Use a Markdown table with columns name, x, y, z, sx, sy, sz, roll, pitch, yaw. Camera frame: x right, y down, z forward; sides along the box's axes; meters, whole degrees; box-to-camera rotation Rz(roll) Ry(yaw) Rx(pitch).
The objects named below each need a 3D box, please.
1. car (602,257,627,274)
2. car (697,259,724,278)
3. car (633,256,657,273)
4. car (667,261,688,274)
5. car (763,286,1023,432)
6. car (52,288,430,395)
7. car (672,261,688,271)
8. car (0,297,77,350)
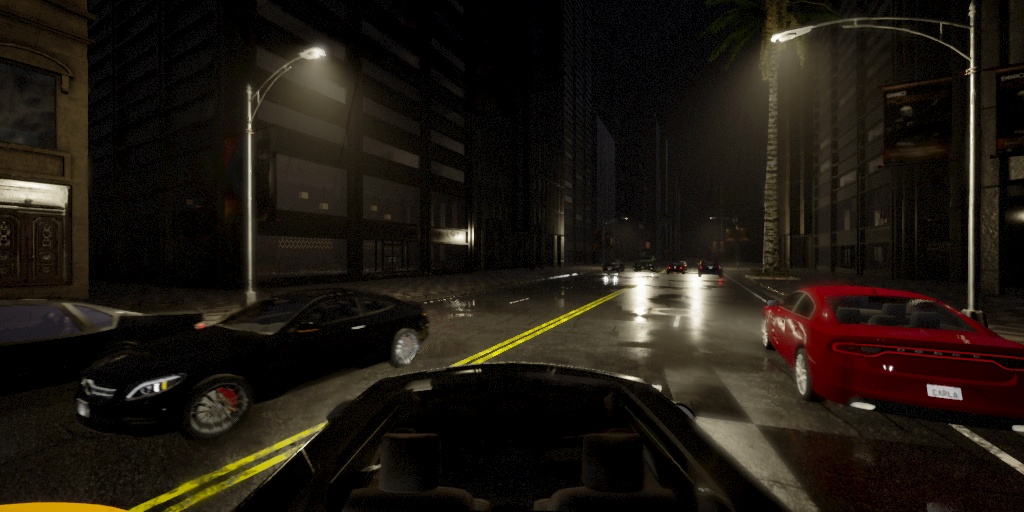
| name | x | y | z | sx | sy | sz | roll | pitch | yaw |
| --- | --- | --- | --- | --- | --- | --- | --- | --- | --- |
| car | 12.162 | 1.258 | 42.771 | 2.128 | 1.511 | 4.902 | 0 | 0 | 27 |
| car | 19.287 | 1.116 | 34.911 | 2.097 | 1.767 | 4.553 | 0 | 0 | 27 |
| car | 16.254 | 0.990 | 43.621 | 2.150 | 2.045 | 5.566 | 0 | 0 | 27 |
| car | 18.647 | 1.315 | 40.733 | 2.033 | 1.411 | 5.357 | 0 | 0 | 27 |
| car | 5.513 | 1.228 | 5.834 | 1.882 | 1.535 | 5.008 | 0 | 0 | 27 |
| car | -3.264 | 1.275 | 5.687 | 1.812 | 1.442 | 4.674 | 0 | 0 | 27 |
| car | 23.534 | 1.379 | 50.232 | 1.895 | 1.301 | 4.718 | 0 | 0 | 27 |
| car | -7.419 | 1.297 | 4.718 | 2.033 | 1.411 | 5.357 | 0 | 0 | 27 |
